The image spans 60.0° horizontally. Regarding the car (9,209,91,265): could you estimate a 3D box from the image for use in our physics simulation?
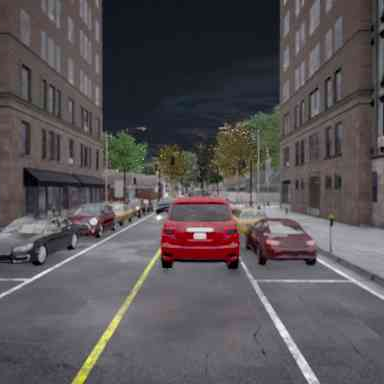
[{"bbox_3d":[-5.220,1.474,11.181,2.008,1.369,4.403,0,0,1],"label":"car"}]

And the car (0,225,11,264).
[{"bbox_3d":[-5.314,1.527,5.664,1.947,1.339,4.313,0,0,1],"label":"car"}]

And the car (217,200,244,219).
[{"bbox_3d":[3.087,1.401,27.599,1.802,1.307,4.206,0,0,1],"label":"car"}]

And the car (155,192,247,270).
[{"bbox_3d":[0.259,1.149,10.927,2.150,2.045,5.566,0,1,1],"label":"car"}]

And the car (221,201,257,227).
[{"bbox_3d":[2.993,1.398,22.082,1.887,1.381,4.507,0,0,1],"label":"car"}]

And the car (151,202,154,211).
[{"bbox_3d":[-2.287,1.342,31.633,2.033,1.411,5.357,0,0,1],"label":"car"}]

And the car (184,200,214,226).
[{"bbox_3d":[0.469,1.354,22.826,1.837,1.490,4.892,0,0,1],"label":"car"}]

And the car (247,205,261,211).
[{"bbox_3d":[2.901,1.412,16.735,1.752,1.417,4.829,0,0,1],"label":"car"}]

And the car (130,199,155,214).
[{"bbox_3d":[-4.842,1.367,33.253,1.802,1.307,4.206,0,0,1],"label":"car"}]

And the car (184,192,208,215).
[{"bbox_3d":[0.511,1.008,32.838,2.150,2.045,5.566,0,0,3],"label":"car"}]

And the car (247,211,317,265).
[{"bbox_3d":[2.804,1.505,11.047,1.802,1.307,4.206,0,0,1],"label":"car"}]

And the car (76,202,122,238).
[{"bbox_3d":[-5.126,1.328,16.698,1.967,1.590,4.097,0,0,1],"label":"car"}]

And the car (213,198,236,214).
[{"bbox_3d":[3.182,1.350,33.117,1.947,1.339,4.313,0,0,1],"label":"car"}]

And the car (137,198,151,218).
[{"bbox_3d":[-4.937,1.259,27.734,1.967,1.590,4.097,0,0,1],"label":"car"}]

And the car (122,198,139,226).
[{"bbox_3d":[-5.034,1.380,22.046,1.752,1.417,4.829,0,0,1],"label":"car"}]
